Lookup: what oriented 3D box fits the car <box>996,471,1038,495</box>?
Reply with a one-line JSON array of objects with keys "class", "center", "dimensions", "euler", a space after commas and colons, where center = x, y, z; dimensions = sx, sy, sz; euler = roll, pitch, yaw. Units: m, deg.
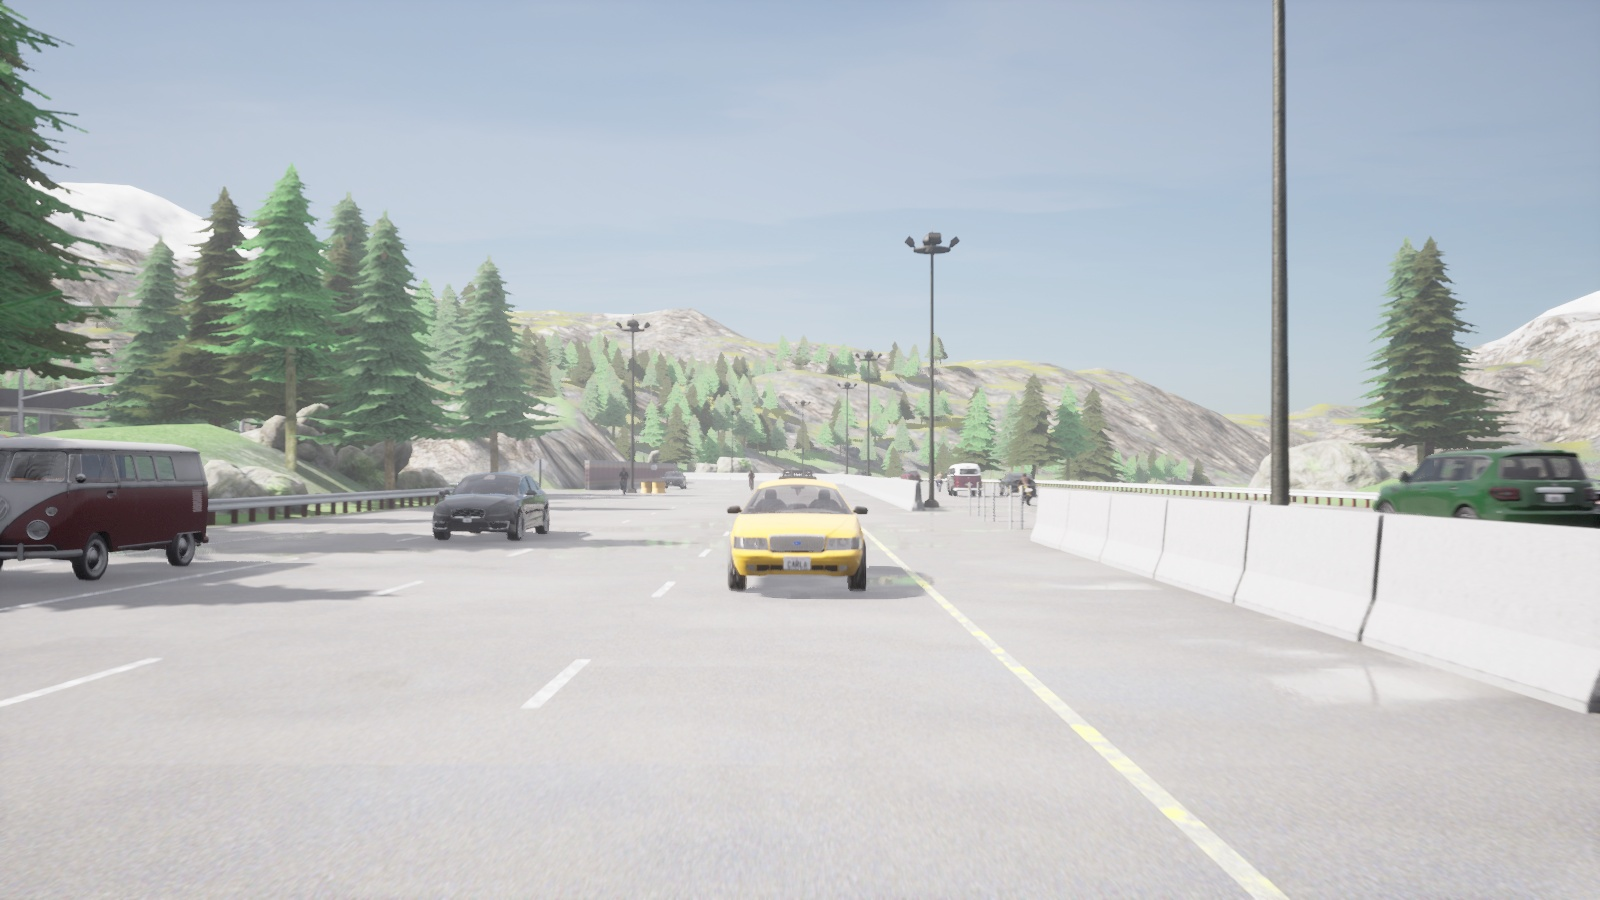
[{"class": "car", "center": [13.885, 2.114, 80.626], "dimensions": [1.837, 1.490, 4.892], "euler": [0, -1, 0]}]

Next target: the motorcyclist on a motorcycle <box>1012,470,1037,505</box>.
[{"class": "motorcyclist on a motorcycle", "center": [10.416, 1.734, 58.289], "dimensions": [0.797, 1.523, 2.044], "euler": [0, 1, 0]}]

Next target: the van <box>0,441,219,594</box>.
[{"class": "van", "center": [-10.530, 0.921, 18.622], "dimensions": [1.775, 1.987, 4.442], "euler": [0, -1, 0]}]

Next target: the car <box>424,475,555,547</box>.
[{"class": "car", "center": [-7.043, 1.333, 29.021], "dimensions": [1.837, 1.490, 4.892], "euler": [0, -1, 0]}]

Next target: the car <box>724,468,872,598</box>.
[{"class": "car", "center": [-0.028, 1.053, 17.988], "dimensions": [1.801, 1.575, 5.366], "euler": [0, -1, 0]}]

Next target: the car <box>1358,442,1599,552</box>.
[{"class": "car", "center": [13.959, 0.916, 26.184], "dimensions": [2.150, 2.045, 5.566], "euler": [0, -1, 0]}]

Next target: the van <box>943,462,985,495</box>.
[{"class": "van", "center": [10.385, 1.827, 79.710], "dimensions": [2.069, 2.038, 4.480], "euler": [0, -1, 0]}]
